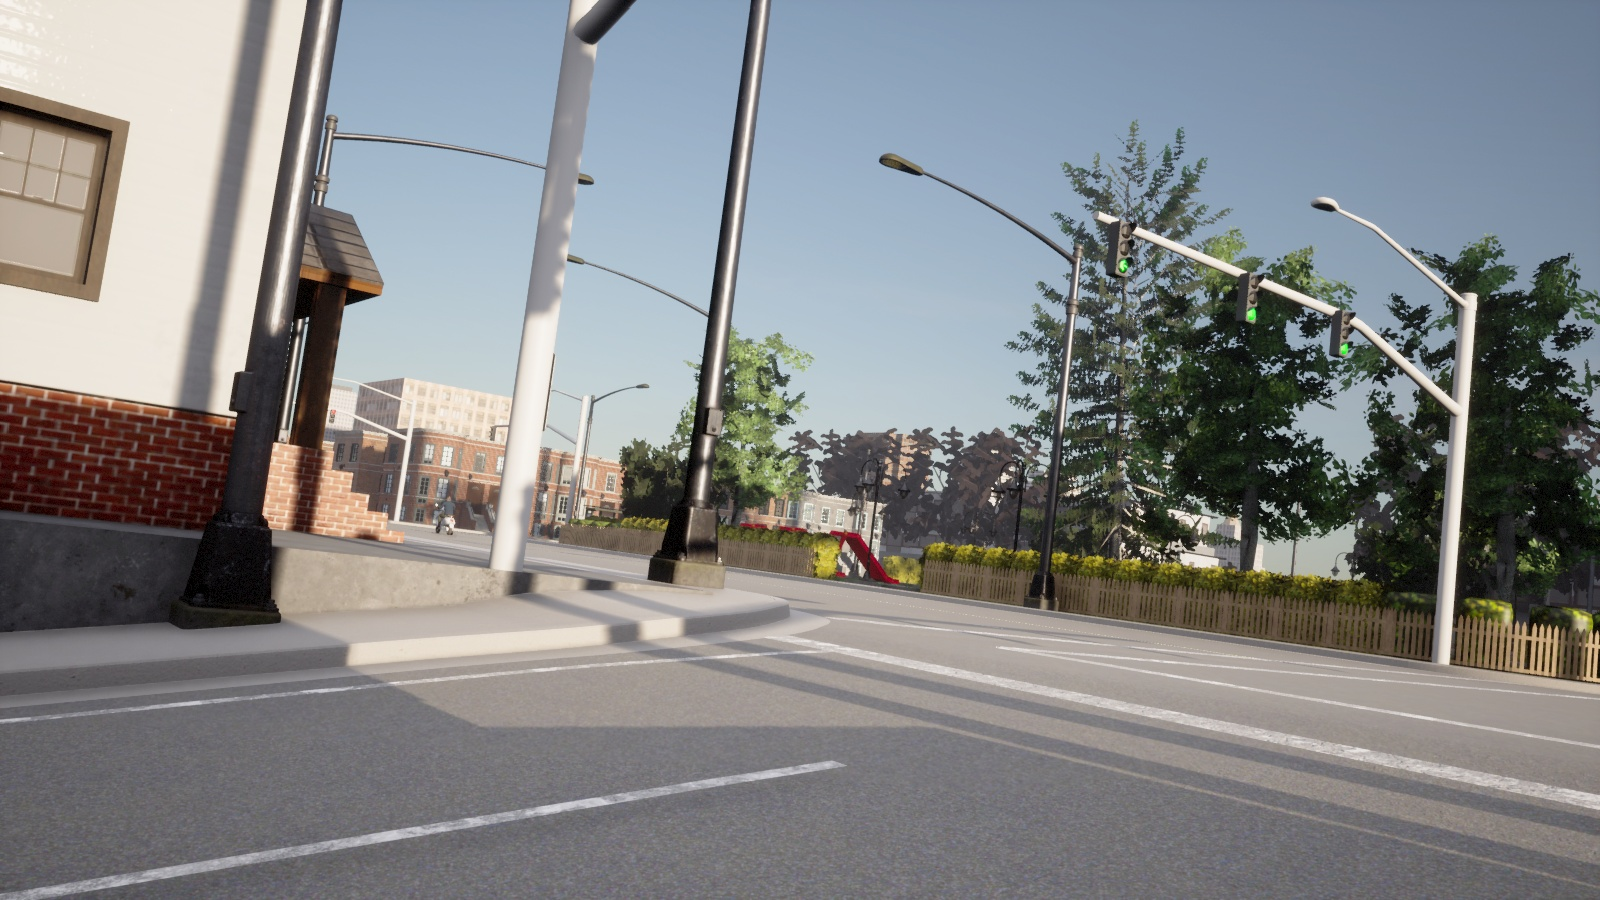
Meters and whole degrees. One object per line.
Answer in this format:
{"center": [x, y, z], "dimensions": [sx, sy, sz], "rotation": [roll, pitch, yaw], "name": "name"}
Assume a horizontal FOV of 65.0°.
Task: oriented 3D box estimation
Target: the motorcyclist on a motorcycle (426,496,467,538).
{"center": [-14.755, 2.788, 52.388], "dimensions": [0.866, 1.590, 1.817], "rotation": [10, -6, -35], "name": "motorcyclist on a motorcycle"}
